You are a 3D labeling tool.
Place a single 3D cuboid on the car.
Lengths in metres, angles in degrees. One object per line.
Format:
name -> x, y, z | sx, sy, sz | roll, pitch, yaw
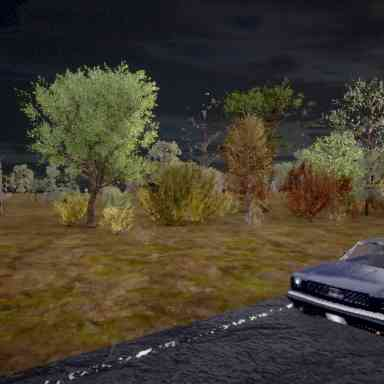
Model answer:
car -> 3.924, 1.600, 6.359 | 4.718, 1.301, 1.895 | 0, 0, -37
